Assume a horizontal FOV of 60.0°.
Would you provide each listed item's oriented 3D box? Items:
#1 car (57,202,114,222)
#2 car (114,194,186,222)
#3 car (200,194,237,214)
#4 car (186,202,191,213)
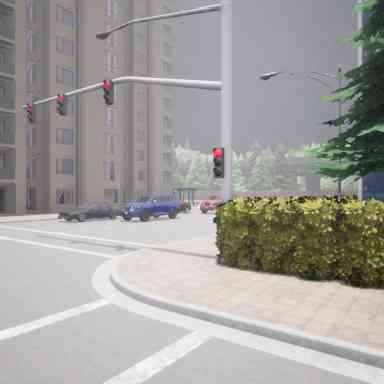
[{"bbox_3d":[-7.875,1.547,26.554,2.033,1.411,5.357,0,0,36],"label":"car"},{"bbox_3d":[-3.254,1.221,26.939,2.150,2.045,5.566,0,0,36],"label":"car"},{"bbox_3d":[3.091,1.221,35.573,2.150,2.045,5.566,0,0,36],"label":"car"},{"bbox_3d":[-2.071,1.478,34.462,1.882,1.535,5.008,0,0,36],"label":"car"}]
